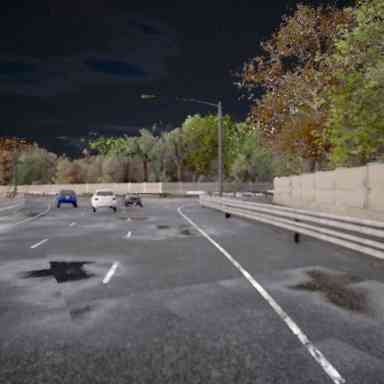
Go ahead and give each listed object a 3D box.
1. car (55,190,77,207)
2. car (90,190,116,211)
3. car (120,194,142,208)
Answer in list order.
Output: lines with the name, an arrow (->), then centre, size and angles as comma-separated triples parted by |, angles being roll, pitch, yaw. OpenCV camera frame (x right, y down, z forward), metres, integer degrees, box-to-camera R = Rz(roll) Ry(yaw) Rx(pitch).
car -> -15.412, 0.738, 40.756 | 2.150, 2.045, 5.566 | 0, 1, -23
car -> -8.951, 0.795, 33.507 | 2.150, 2.045, 5.566 | 0, 1, -19
car -> -7.107, 0.989, 38.615 | 1.837, 1.490, 4.892 | 0, 1, -20
